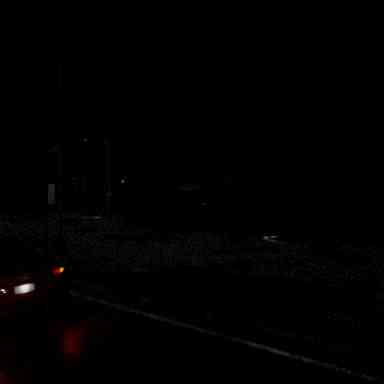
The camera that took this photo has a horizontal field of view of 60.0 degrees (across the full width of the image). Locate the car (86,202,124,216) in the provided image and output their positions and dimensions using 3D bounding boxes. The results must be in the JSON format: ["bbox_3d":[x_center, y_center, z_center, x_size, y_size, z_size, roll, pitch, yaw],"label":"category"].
[{"bbox_3d":[-9.809,1.888,38.150,1.882,1.535,5.008,-1,-1,36],"label":"car"}]

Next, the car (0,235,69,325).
[{"bbox_3d":[-4.398,1.602,6.808,4.181,1.385,1.994,0,0,37],"label":"car"}]
